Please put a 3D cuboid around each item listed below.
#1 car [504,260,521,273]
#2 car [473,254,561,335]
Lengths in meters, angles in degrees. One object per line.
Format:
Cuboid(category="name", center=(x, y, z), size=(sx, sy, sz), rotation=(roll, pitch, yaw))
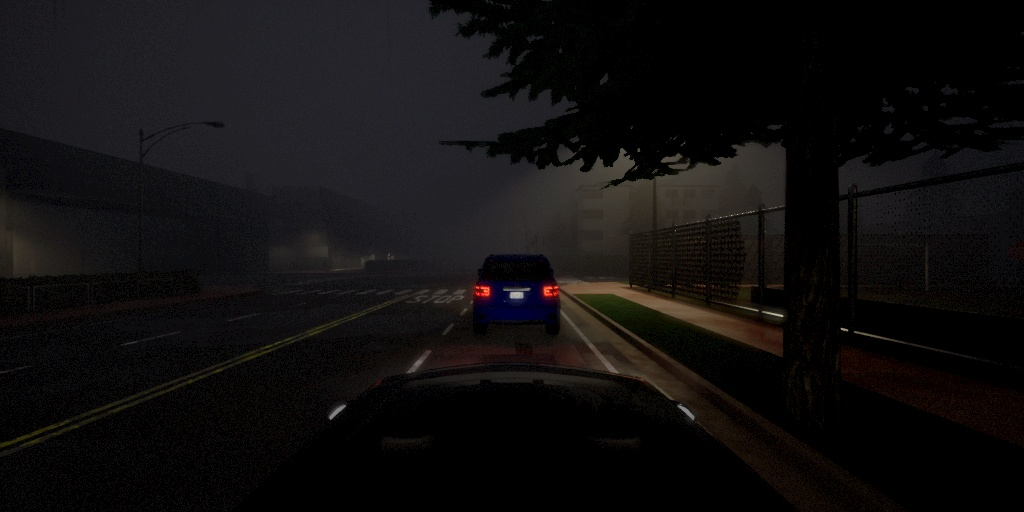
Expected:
Cuboid(category="car", center=(0.025, 1.242, 45.576), size=(2.128, 1.511, 4.902), rotation=(0, 0, 0))
Cuboid(category="car", center=(0.115, 0.972, 10.701), size=(2.150, 2.045, 5.566), rotation=(0, 0, 0))
